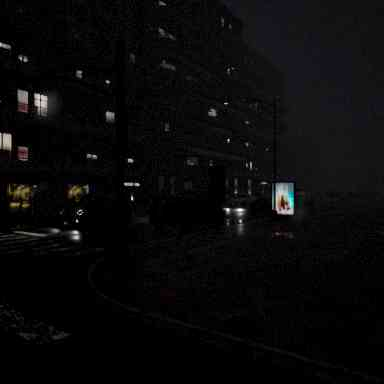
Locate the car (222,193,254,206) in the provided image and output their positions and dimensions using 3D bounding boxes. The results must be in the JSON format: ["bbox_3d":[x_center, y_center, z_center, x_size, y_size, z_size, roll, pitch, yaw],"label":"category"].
[{"bbox_3d":[5.706,0.829,40.656,2.008,1.369,4.403,2,2,35],"label":"car"}]

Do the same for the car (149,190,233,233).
[{"bbox_3d":[-0.135,1.026,17.726,2.192,1.841,5.009,1,2,35],"label":"car"}]

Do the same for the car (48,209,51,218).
[{"bbox_3d":[-7.030,1.010,22.487,2.192,1.841,5.009,1,2,35],"label":"car"}]

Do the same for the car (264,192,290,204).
[{"bbox_3d":[11.363,0.731,44.162,1.994,1.385,4.181,0,1,36],"label":"car"}]

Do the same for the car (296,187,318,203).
[{"bbox_3d":[13.748,0.400,42.063,2.150,2.045,5.566,0,1,35],"label":"car"}]

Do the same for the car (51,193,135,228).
[{"bbox_3d":[-5.640,1.075,19.992,2.097,1.767,4.553,0,1,35],"label":"car"}]

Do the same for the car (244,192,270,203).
[{"bbox_3d":[8.890,0.755,45.196,1.802,1.307,4.206,2,2,35],"label":"car"}]

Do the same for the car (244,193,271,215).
[{"bbox_3d":[6.234,1.069,26.815,1.947,1.339,4.313,1,2,35],"label":"car"}]

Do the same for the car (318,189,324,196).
[{"bbox_3d":[27.998,-0.024,72.435,1.967,1.590,4.097,2,2,35],"label":"car"}]

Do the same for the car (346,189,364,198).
[{"bbox_3d":[28.532,0.309,58.605,1.887,1.381,4.507,1,2,35],"label":"car"}]

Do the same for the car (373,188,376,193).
[{"bbox_3d":[38.087,-0.011,72.230,1.887,1.381,4.507,1,2,35],"label":"car"}]

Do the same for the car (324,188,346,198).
[{"bbox_3d":[25.000,0.407,58.109,1.895,1.301,4.718,0,1,35],"label":"car"}]

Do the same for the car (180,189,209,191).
[{"bbox_3d":[-0.103,0.765,27.880,2.150,2.045,5.566,0,1,36],"label":"car"}]

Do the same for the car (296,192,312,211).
[{"bbox_3d":[9.419,0.965,31.357,1.947,1.339,4.313,1,2,35],"label":"car"}]

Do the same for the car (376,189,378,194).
[{"bbox_3d":[44.457,-0.220,81.312,2.008,1.369,4.403,1,2,35],"label":"car"}]

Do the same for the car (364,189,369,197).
[{"bbox_3d":[31.717,0.099,63.143,1.967,1.590,4.097,1,2,35],"label":"car"}]

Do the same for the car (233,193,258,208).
[{"bbox_3d":[5.546,0.884,35.919,1.812,1.442,4.674,0,1,35],"label":"car"}]

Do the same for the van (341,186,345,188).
[{"bbox_3d":[37.553,-0.445,86.054,1.690,1.788,3.998,2,2,35],"label":"van"}]

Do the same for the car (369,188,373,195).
[{"bbox_3d":[34.902,0.096,67.688,1.887,1.381,4.507,1,2,35],"label":"car"}]
